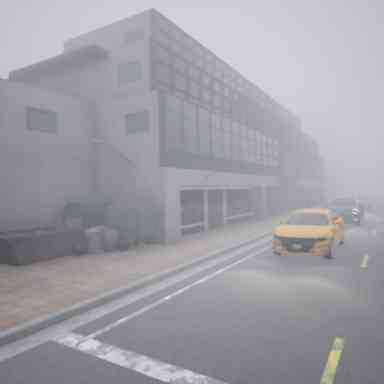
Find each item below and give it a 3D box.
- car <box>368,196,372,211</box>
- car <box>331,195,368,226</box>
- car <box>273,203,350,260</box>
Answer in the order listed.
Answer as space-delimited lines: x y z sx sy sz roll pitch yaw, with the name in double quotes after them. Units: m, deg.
16.438 1.058 32.488 2.128 1.511 4.902 -1 0 31 "car"
9.785 1.114 21.371 2.097 1.767 4.553 -1 0 31 "car"
4.532 1.394 12.530 1.882 1.535 5.008 -1 0 31 "car"
